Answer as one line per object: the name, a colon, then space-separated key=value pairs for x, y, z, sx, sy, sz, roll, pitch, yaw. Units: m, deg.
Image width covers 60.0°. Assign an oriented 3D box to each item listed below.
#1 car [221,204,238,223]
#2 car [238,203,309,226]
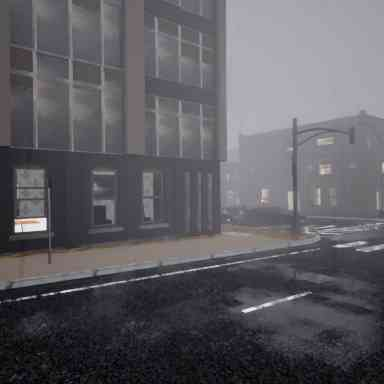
car: x=1.619 y=1.935 z=28.506 sx=1.947 sy=1.339 sz=4.313 roll=-2 pitch=0 yaw=-37
car: x=6.500 y=1.819 z=26.517 sx=2.033 sy=1.411 sz=5.357 roll=-1 pitch=0 yaw=-36
